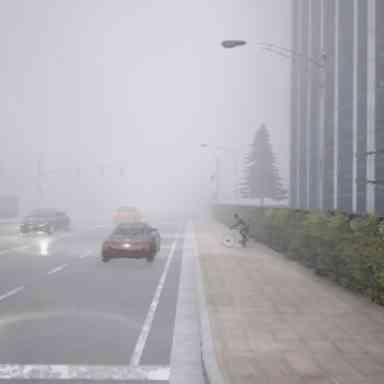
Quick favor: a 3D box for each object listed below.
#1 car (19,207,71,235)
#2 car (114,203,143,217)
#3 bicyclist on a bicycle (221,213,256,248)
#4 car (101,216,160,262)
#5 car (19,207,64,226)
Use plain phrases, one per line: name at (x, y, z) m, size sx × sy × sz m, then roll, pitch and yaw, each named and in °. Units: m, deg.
car at (-9.834, 1.993, 22.674) m, size 1.837 × 1.490 × 4.892 m, roll 1°, pitch -2°, yaw 0°
car at (-6.261, 2.211, 32.794) m, size 2.097 × 1.767 × 4.553 m, roll 1°, pitch -2°, yaw -1°
bicyclist on a bicycle at (2.214, 1.836, 15.662) m, size 1.656 × 1.620 × 0.582 m, roll 1°, pitch -2°, yaw -1°
car at (-2.422, 1.951, 13.922) m, size 1.994 × 1.385 × 4.181 m, roll 1°, pitch -2°, yaw -2°
car at (-13.376, 2.130, 29.910) m, size 1.837 × 1.490 × 4.892 m, roll 1°, pitch -2°, yaw 0°
